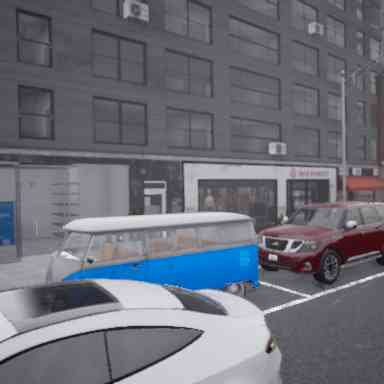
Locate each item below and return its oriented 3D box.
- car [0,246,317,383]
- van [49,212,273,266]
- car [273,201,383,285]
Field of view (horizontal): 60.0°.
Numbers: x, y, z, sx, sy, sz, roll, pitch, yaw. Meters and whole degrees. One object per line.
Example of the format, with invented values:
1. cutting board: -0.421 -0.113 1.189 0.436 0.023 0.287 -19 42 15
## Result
1. car: -1.288 1.522 2.458 4.674 1.442 1.812 -1 0 -36
2. van: -0.563 1.307 6.153 3.998 1.788 1.690 -1 0 -36
3. car: 3.970 1.218 9.416 5.009 1.841 2.192 -1 0 -36
